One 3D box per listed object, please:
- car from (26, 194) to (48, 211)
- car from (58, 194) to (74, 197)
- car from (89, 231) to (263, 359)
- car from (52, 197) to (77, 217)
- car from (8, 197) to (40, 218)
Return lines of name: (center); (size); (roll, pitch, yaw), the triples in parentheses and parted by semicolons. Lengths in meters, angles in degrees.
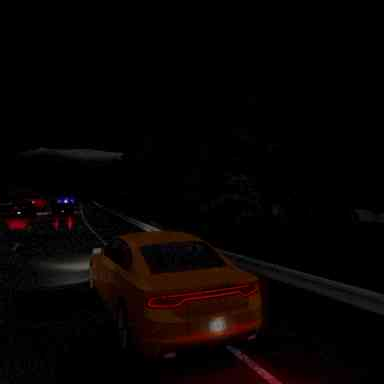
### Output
car: (-18.747, 1.221, 39.971); (2.150, 2.045, 5.566); (0, 0, -19)
car: (-15.588, 1.221, 41.380); (2.150, 2.045, 5.566); (0, 0, -19)
car: (-0.725, 1.478, 6.312); (1.882, 1.535, 5.008); (0, 0, -25)
car: (-12.119, 1.491, 31.495); (2.128, 1.511, 4.902); (0, 0, -19)
car: (-15.288, 1.505, 30.091); (1.837, 1.490, 4.892); (0, 0, -20)
